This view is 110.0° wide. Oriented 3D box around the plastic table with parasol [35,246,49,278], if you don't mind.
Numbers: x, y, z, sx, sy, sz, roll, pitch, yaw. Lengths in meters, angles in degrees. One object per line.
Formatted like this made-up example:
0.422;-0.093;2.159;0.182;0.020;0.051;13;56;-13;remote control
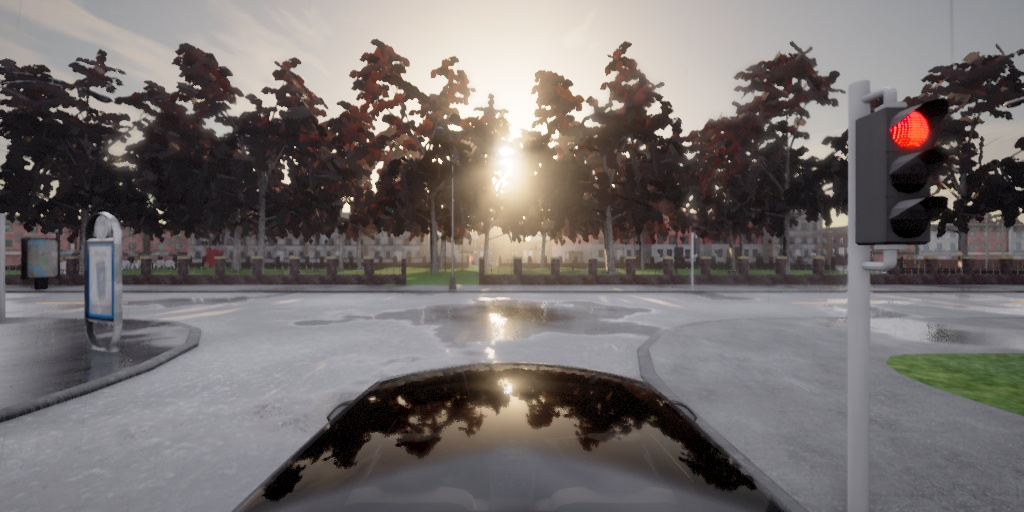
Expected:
-43.616;0.565;34.871;2.482;2.480;2.482;0;0;-39;plastic table with parasol

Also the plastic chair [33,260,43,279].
-44.624;1.240;34.122;0.730;1.272;0.750;0;0;-41;plastic chair

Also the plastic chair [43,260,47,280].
-40.225;1.243;31.484;0.730;1.272;0.750;0;0;-40;plastic chair

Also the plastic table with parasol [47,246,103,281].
-39.195;0.643;32.229;2.482;2.480;2.482;0;0;-40;plastic table with parasol

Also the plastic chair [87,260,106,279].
-38.197;1.244;32.963;0.730;1.272;0.750;0;0;-40;plastic chair

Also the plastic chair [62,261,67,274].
-38.292;1.256;31.256;0.750;1.272;0.730;0;0;-35;plastic chair
